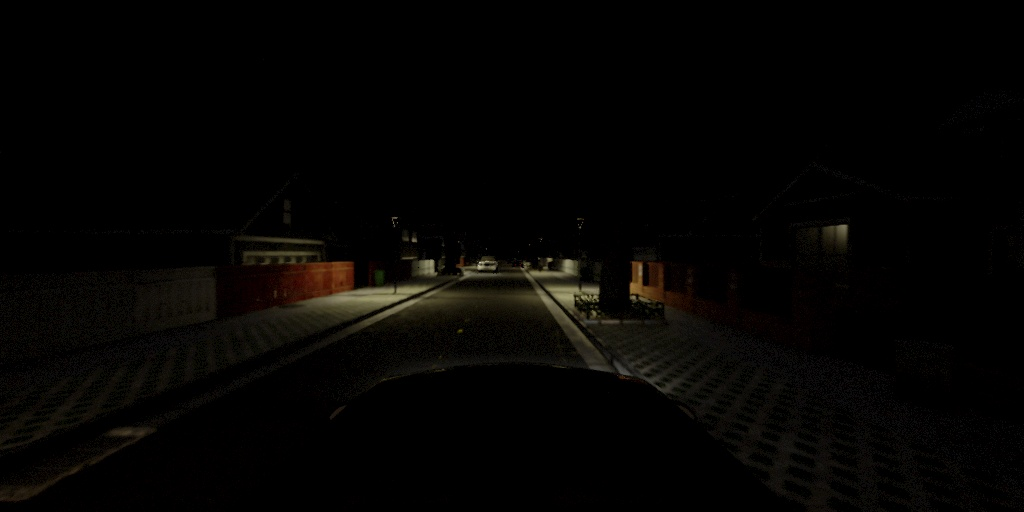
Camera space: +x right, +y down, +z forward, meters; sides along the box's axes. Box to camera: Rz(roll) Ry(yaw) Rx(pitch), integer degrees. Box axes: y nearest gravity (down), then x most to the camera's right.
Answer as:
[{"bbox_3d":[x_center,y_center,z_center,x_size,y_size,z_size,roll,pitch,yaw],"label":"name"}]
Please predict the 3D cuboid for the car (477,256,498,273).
[{"bbox_3d":[-2.829,0.958,42.736,2.150,2.045,5.566,0,0,0],"label":"car"}]

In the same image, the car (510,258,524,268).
[{"bbox_3d":[0.960,1.224,59.614,1.837,1.490,4.892,0,0,0],"label":"car"}]
